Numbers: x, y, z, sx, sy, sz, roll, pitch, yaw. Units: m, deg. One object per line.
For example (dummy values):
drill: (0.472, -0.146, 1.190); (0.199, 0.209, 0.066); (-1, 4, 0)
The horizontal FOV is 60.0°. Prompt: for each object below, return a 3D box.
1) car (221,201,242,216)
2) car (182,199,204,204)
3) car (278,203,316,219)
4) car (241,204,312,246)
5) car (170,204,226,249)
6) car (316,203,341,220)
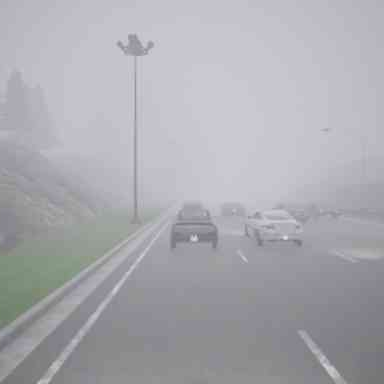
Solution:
car: (3.591, 1.520, 30.114); (1.994, 1.385, 4.181); (0, 0, 0)
car: (0.095, 1.432, 31.190); (1.882, 1.535, 5.008); (0, 0, 0)
car: (7.070, 1.512, 24.734); (2.033, 1.411, 5.357); (0, 0, 0)
car: (3.580, 1.504, 15.041); (1.812, 1.442, 4.674); (0, 0, 0)
car: (0.087, 1.471, 14.374); (2.128, 1.511, 4.902); (0, 0, 0)
car: (10.588, 1.561, 27.961); (1.895, 1.301, 4.718); (0, 0, 0)
